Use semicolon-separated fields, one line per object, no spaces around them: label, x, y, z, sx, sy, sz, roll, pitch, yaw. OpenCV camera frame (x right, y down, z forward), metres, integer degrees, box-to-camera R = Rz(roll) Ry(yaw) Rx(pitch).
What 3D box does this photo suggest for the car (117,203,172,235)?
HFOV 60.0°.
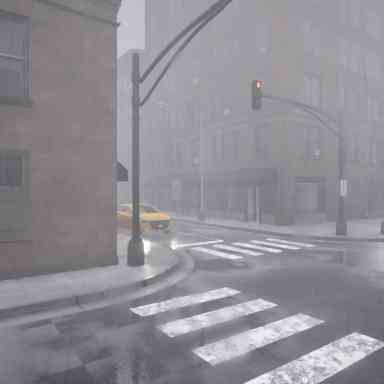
car;-2.939;1.382;18.388;1.882;1.535;5.008;0;0;-34
